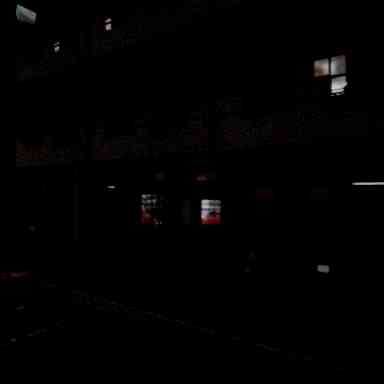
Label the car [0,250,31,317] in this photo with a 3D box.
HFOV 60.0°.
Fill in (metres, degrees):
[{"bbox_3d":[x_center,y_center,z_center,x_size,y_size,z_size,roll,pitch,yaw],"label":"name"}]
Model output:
[{"bbox_3d":[-4.889,1.533,6.364,4.507,1.381,1.887,0,0,35],"label":"car"}]
